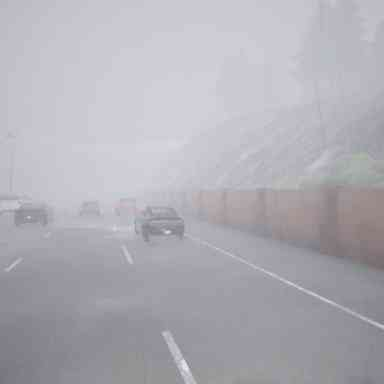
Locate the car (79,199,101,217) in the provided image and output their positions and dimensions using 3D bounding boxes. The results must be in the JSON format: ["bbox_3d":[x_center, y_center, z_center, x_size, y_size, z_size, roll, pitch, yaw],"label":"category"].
[{"bbox_3d":[-9.640,1.531,31.354,2.033,1.411,5.357,0,0,-16],"label":"car"}]

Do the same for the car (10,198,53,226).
[{"bbox_3d":[-10.985,1.466,23.385,1.882,1.535,5.008,0,0,-16],"label":"car"}]

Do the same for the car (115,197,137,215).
[{"bbox_3d":[-6.593,1.334,33.413,2.097,1.767,4.553,0,0,-16],"label":"car"}]

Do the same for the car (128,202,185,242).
[{"bbox_3d":[-1.721,1.481,16.512,2.128,1.511,4.902,0,0,-16],"label":"car"}]

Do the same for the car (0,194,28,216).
[{"bbox_3d":[-17.397,1.207,32.996,2.150,2.045,5.566,0,0,-16],"label":"car"}]

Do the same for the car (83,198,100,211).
[{"bbox_3d":[-12.756,1.541,42.168,1.994,1.385,4.181,0,0,-16],"label":"car"}]
